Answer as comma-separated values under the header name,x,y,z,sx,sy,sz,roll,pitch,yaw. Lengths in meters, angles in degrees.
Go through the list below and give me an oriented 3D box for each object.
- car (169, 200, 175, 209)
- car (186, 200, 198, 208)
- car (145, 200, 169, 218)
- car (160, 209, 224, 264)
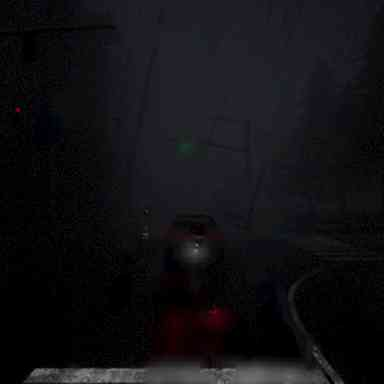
name,x,y,z,sx,sy,sz,roll,pitch,yaw
car,-3.637,1.809,43.075,1.882,1.535,5.008,0,0,0
car,0.031,2.010,58.180,1.994,1.385,4.181,0,0,0
car,-3.625,1.786,33.785,1.812,1.442,4.674,0,0,-1
car,0.082,1.579,12.208,2.128,1.511,4.902,0,0,0
